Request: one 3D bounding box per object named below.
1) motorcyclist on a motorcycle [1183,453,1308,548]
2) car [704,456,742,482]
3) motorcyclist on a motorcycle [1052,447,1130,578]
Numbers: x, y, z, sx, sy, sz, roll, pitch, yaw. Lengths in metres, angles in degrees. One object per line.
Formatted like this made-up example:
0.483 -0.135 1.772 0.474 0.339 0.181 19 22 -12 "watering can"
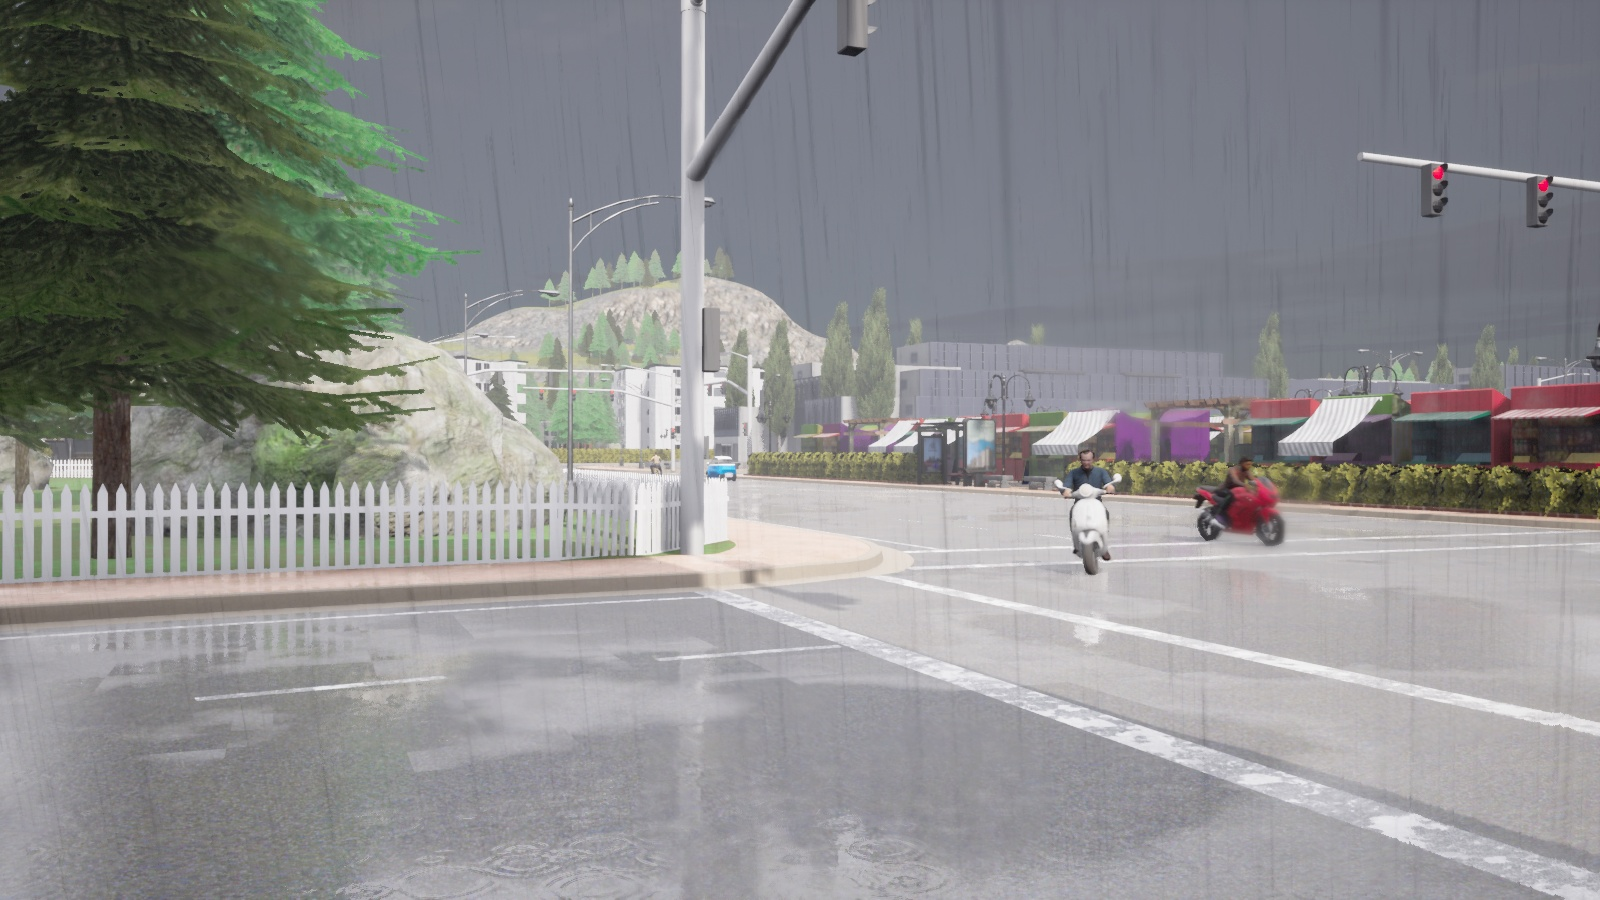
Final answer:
7.542 0.819 21.363 0.797 1.523 2.044 1 0 -25 "motorcyclist on a motorcycle"
-4.246 1.033 68.991 1.481 1.376 2.207 0 0 -22 "car"
3.782 0.771 16.292 0.866 1.590 1.817 -3 -1 14 "motorcyclist on a motorcycle"
